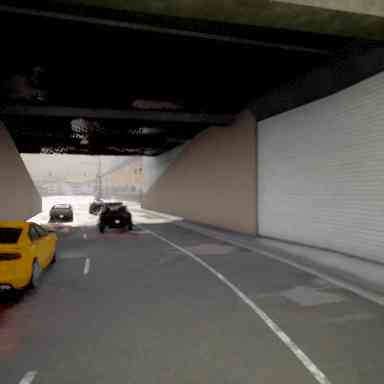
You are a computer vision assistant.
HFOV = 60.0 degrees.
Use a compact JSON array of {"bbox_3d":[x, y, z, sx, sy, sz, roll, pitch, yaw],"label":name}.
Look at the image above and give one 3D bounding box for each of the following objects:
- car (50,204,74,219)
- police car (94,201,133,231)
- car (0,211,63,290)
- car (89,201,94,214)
[{"bbox_3d":[-11.480,1.706,29.526,1.895,1.301,4.718,-1,0,-19],"label":"car"},{"bbox_3d":[-4.999,1.470,21.200,1.930,1.638,5.238,-1,0,-18],"label":"police car"},{"bbox_3d":[-4.925,1.523,8.990,1.882,1.535,5.008,0,0,-13],"label":"car"},{"bbox_3d":[-10.472,1.659,37.386,1.994,1.385,4.181,-1,0,-19],"label":"car"}]
